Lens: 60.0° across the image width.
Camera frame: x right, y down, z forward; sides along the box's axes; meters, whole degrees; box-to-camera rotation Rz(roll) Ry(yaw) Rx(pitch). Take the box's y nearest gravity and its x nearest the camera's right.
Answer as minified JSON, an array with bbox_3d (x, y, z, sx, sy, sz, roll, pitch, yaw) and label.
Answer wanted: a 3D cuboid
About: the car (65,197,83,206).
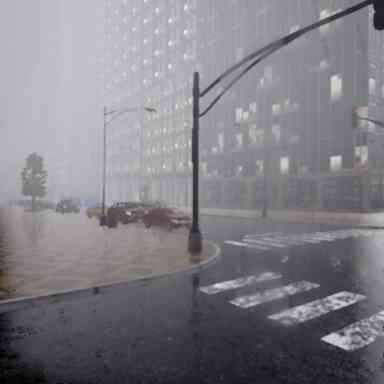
[{"bbox_3d":[-23.767,1.864,66.691,2.192,1.841,5.009,0,-1,-35],"label":"car"}]

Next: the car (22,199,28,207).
[{"bbox_3d":[-27.404,1.964,57.240,1.887,1.381,4.507,0,-1,-35],"label":"car"}]

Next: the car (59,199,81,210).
[{"bbox_3d":[-17.679,1.826,47.925,1.837,1.490,4.892,1,-1,-34],"label":"car"}]

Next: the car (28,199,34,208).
[{"bbox_3d":[-24.160,1.932,52.573,1.947,1.339,4.313,0,-1,-35],"label":"car"}]

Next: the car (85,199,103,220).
[{"bbox_3d":[-7.845,1.621,29.099,1.752,1.417,4.829,0,-1,-35],"label":"car"}]

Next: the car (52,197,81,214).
[{"bbox_3d":[-14.430,1.645,38.573,1.967,1.590,4.097,0,-1,-35],"label":"car"}]

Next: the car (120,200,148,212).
[{"bbox_3d":[-7.644,1.807,43.494,1.752,1.417,4.829,0,-1,-35],"label":"car"}]

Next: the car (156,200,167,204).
[{"bbox_3d":[-4.311,1.600,28.567,1.837,1.490,4.892,1,-1,-35],"label":"car"}]

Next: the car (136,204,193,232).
[{"bbox_3d":[-1.455,1.572,19.905,1.802,1.307,4.206,0,-1,-35],"label":"car"}]

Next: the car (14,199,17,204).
[{"bbox_3d":[-33.891,2.109,66.573,1.802,1.307,4.206,0,-1,-35],"label":"car"}]

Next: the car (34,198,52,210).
[{"bbox_3d":[-20.917,1.863,47.906,2.008,1.369,4.403,0,-1,-35],"label":"car"}]

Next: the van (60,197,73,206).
[{"bbox_3d":[-27.010,1.944,71.357,1.690,1.788,3.998,0,-1,-35],"label":"van"}]

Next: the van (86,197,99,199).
[{"bbox_3d":[-17.280,1.782,57.357,1.690,1.788,3.998,0,-1,-35],"label":"van"}]

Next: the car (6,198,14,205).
[{"bbox_3d":[-40.378,2.185,75.907,2.008,1.369,4.403,0,-1,-35],"label":"car"}]

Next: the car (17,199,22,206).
[{"bbox_3d":[-30.648,2.024,61.906,2.008,1.369,4.403,0,-1,-35],"label":"car"}]

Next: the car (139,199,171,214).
[{"bbox_3d":[-4.305,1.666,38.689,1.967,1.590,4.097,0,-1,-35],"label":"car"}]

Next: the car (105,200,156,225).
[{"bbox_3d":[-4.699,1.483,24.573,1.967,1.590,4.097,0,-1,-35],"label":"car"}]
